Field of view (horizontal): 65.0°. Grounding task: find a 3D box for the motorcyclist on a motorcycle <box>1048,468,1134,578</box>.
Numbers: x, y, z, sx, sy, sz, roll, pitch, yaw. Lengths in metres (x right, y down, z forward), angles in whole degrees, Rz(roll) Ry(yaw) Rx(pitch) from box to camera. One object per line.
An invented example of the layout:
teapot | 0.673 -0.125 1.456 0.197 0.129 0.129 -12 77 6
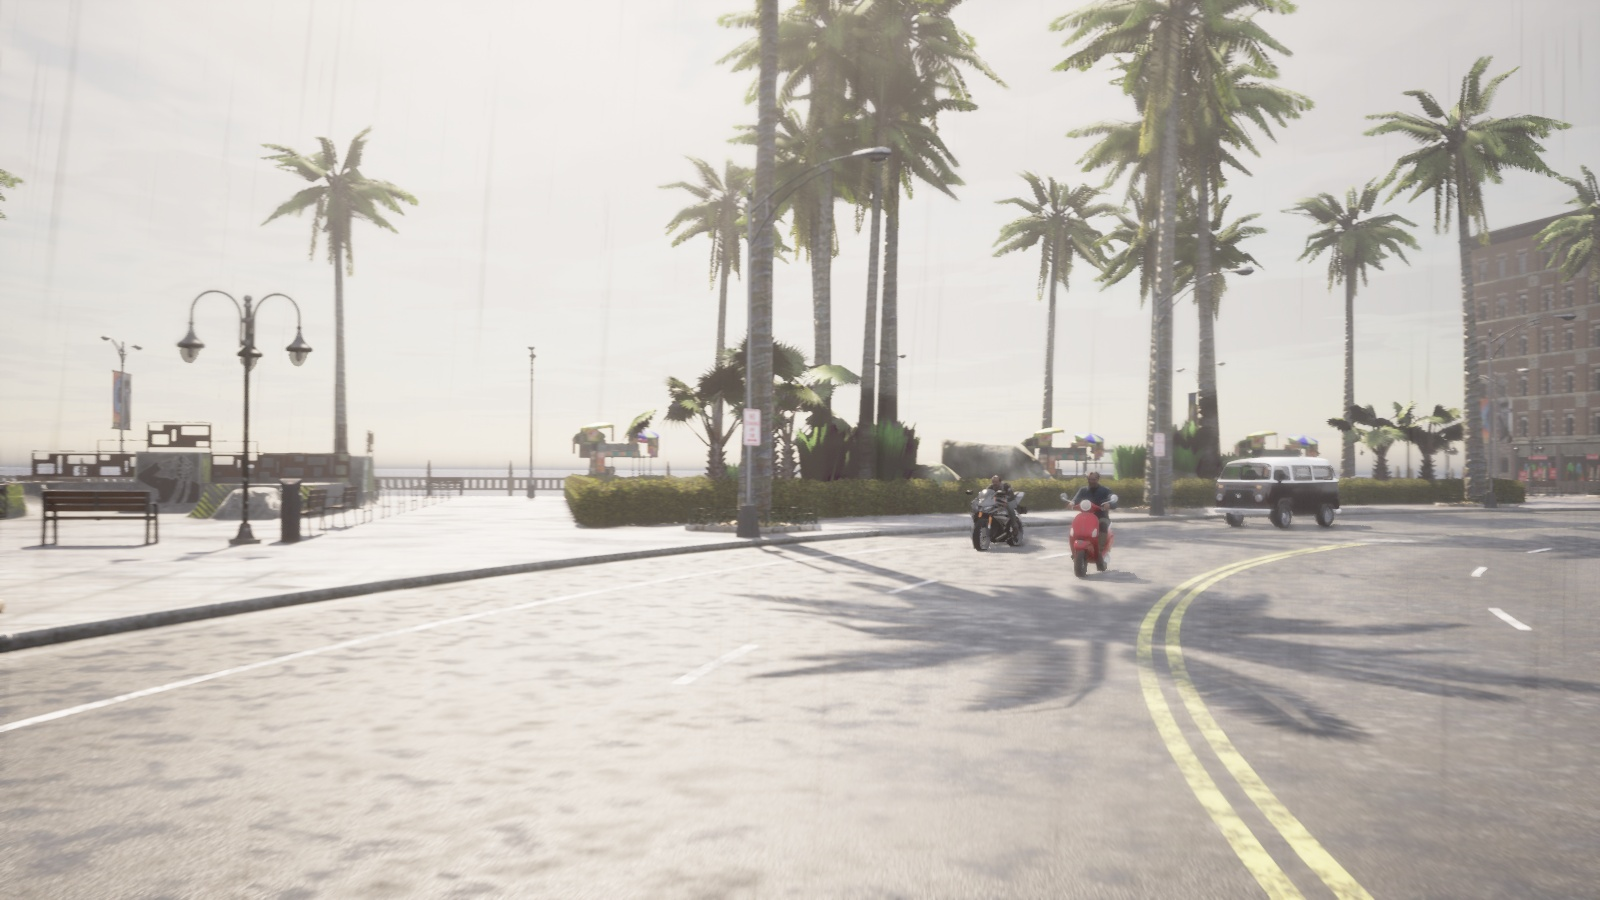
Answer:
motorcyclist on a motorcycle | 4.467 1.075 19.163 0.866 1.590 1.817 0 -1 27

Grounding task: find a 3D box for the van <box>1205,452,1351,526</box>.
van | 14.054 1.112 36.807 4.480 2.038 2.069 1 -1 -40

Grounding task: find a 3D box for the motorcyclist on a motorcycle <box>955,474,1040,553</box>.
motorcyclist on a motorcycle | 4.054 1.266 25.619 0.866 1.530 2.191 -1 -1 34
